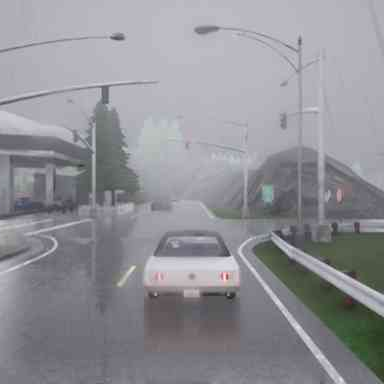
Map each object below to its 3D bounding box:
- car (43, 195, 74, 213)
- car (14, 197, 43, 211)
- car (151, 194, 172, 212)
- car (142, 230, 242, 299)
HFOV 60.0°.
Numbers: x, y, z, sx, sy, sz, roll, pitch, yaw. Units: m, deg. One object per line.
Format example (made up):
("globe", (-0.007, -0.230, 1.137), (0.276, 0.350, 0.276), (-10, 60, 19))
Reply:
("car", (-14.522, 1.323, 36.974), (1.905, 1.878, 3.866), (0, 0, -1))
("car", (-20.228, 1.491, 41.252), (2.242, 1.667, 4.611), (0, 0, -1))
("car", (-3.494, 1.328, 38.973), (2.150, 2.045, 5.566), (0, 2, 0))
("car", (0.001, 1.603, 8.415), (1.895, 1.301, 4.718), (0, 0, 0))
